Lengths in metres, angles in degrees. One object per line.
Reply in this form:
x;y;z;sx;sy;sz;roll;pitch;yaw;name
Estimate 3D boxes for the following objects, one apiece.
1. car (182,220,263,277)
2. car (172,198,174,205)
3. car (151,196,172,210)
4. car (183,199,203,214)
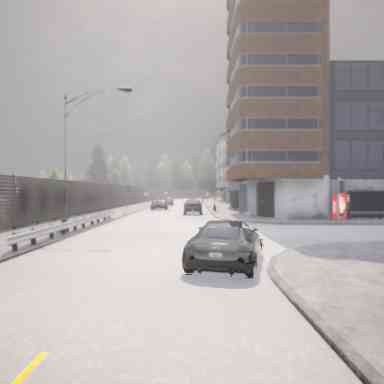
1.088;1.565;10.380;1.994;1.385;4.181;0;0;14;car
-4.047;1.494;55.553;2.128;1.511;4.902;0;0;1;car
-4.080;1.566;42.419;1.994;1.385;4.181;0;0;0;car
0.100;1.506;34.896;1.837;1.490;4.892;0;0;0;car
